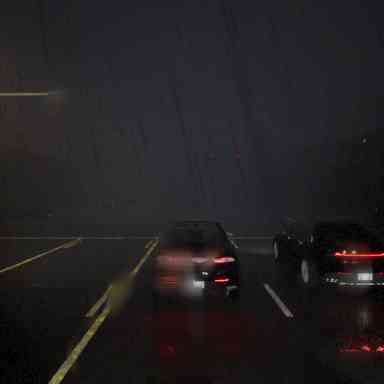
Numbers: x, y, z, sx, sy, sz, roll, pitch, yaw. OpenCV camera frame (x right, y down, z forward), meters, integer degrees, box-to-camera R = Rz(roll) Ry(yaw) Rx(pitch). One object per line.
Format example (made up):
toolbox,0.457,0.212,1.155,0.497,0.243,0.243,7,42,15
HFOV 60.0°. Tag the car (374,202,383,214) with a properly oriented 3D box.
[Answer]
car,18.122,1.061,28.324,4.902,1.511,2.128,-5,0,0

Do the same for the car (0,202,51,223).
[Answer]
car,-13.306,1.493,25.128,4.902,1.511,2.128,0,0,-7

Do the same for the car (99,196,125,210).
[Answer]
car,-10.468,1.352,42.785,2.097,1.767,4.553,0,0,0

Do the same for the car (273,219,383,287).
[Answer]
car,3.605,1.505,9.297,1.837,1.490,4.892,0,0,1

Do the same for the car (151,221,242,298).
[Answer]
car,0.100,1.492,8.535,2.128,1.511,4.902,0,0,0

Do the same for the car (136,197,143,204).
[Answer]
car,-10.375,1.564,62.719,1.994,1.385,4.181,0,0,1

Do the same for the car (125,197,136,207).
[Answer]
car,-10.442,1.523,52.140,1.812,1.442,4.674,0,0,1

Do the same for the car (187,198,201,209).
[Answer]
car,0.243,1.526,44.771,1.812,1.442,4.674,0,0,0
